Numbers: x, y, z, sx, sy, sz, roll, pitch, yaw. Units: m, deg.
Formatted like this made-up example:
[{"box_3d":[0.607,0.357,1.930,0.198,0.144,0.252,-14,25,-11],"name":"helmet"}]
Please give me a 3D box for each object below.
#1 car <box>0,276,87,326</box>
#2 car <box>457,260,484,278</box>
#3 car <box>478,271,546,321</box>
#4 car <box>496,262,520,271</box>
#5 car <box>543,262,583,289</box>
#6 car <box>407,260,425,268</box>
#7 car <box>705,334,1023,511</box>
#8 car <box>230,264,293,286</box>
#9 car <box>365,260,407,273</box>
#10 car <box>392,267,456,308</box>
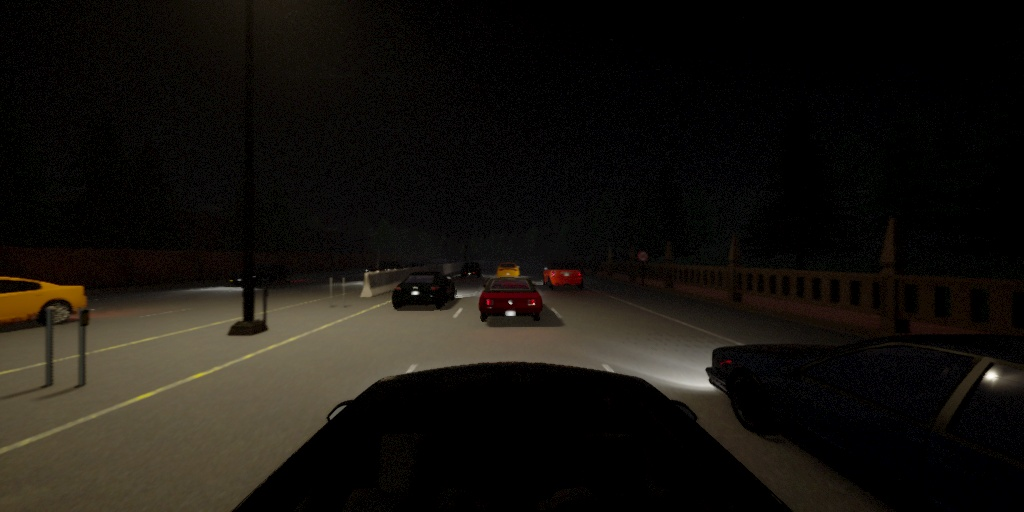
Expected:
[{"box_3d":[-14.195,1.261,9.025,1.882,1.535,5.008,0,0,-1],"name":"car"},{"box_3d":[-3.899,1.345,35.142,1.837,1.490,4.892,0,0,-1],"name":"car"},{"box_3d":[-0.082,1.378,12.605,1.895,1.301,4.718,0,0,-1],"name":"car"},{"box_3d":[-0.351,1.303,31.534,1.882,1.535,5.008,0,0,-1],"name":"car"},{"box_3d":[3.252,1.153,23.618,2.097,1.767,4.553,0,0,-1],"name":"car"},{"box_3d":[-14.805,1.500,54.769,1.895,1.301,4.718,0,0,0],"name":"car"},{"box_3d":[3.581,1.296,2.444,2.033,1.411,5.357,0,0,0],"name":"car"},{"box_3d":[-17.982,1.335,26.026,1.837,1.490,4.892,0,0,-1],"name":"car"},{"box_3d":[-11.044,1.188,31.163,2.097,1.767,4.553,0,0,-1],"name":"car"},{"box_3d":[-3.628,1.352,15.343,1.994,1.385,4.181,0,0,-1],"name":"car"}]
